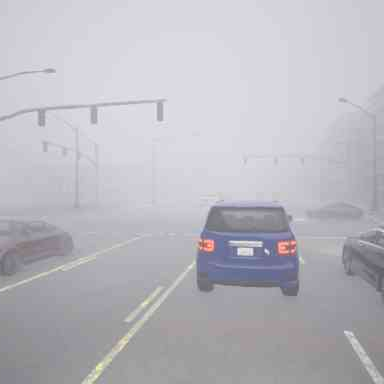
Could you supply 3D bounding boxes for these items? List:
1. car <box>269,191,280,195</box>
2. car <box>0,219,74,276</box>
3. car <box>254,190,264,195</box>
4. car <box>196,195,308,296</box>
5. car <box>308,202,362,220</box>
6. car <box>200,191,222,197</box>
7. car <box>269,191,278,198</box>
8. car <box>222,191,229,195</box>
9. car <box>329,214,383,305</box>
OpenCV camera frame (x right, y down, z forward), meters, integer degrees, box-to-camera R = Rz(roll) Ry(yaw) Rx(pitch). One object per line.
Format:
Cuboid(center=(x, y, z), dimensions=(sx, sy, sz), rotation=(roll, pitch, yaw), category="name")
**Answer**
Cuboid(center=(18.773, 0.881, 74.973), dimensions=(2.128, 1.511, 4.902), rotation=(0, 1, 11), category="car")
Cuboid(center=(-5.515, 1.564, 10.331), dimensions=(1.994, 1.385, 4.181), rotation=(0, 0, 12), category="car")
Cuboid(center=(15.302, 0.904, 75.471), dimensions=(1.994, 1.385, 4.181), rotation=(0, 1, 11), category="car")
Cuboid(center=(1.517, 1.221, 8.930), dimensions=(2.150, 2.045, 5.566), rotation=(0, 0, 11), category="car")
Cuboid(center=(11.443, 1.535, 26.865), dimensions=(4.181, 1.385, 1.994), rotation=(0, 0, 2), category="car")
Cuboid(center=(2.515, 1.079, 47.481), dimensions=(2.150, 2.045, 5.566), rotation=(0, 1, 11), category="car")
Cuboid(center=(20.757, 0.552, 84.975), dimensions=(2.097, 1.767, 4.553), rotation=(0, 1, 11), category="car")
Cuboid(center=(4.547, 0.926, 57.667), dimensions=(2.150, 2.045, 5.566), rotation=(0, 1, 11), category="car")
Cuboid(center=(4.784, 1.492, 7.407), dimensions=(2.128, 1.511, 4.902), rotation=(0, 0, 11), category="car")
